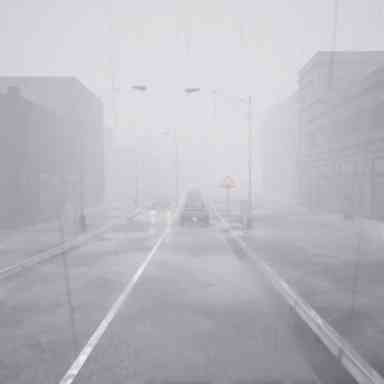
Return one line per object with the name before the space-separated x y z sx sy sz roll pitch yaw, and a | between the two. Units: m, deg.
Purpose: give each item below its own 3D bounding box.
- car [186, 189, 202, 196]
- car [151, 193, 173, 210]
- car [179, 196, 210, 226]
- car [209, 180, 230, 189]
car | 0.253 0.300 42.281 2.128 1.511 4.902 0 3 0
car | -2.973 0.904 33.451 1.837 1.490 4.892 0 3 0
car | 0.180 1.338 22.291 2.128 1.511 4.902 0 2 0
car | 6.309 -1.683 73.890 5.566 2.045 2.150 -2 2 -37
